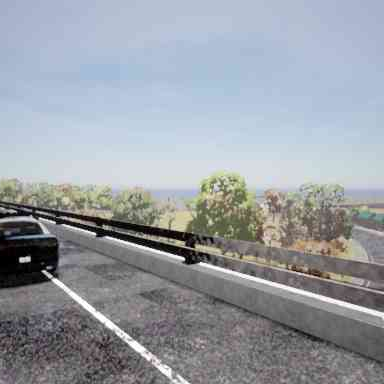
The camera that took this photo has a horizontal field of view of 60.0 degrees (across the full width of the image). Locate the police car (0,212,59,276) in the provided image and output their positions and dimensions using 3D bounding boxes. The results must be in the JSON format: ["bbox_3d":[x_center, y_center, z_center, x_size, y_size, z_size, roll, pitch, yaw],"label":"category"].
[{"bbox_3d":[-5.546,1.421,10.057,1.930,1.638,5.238,0,0,-37],"label":"police car"}]
